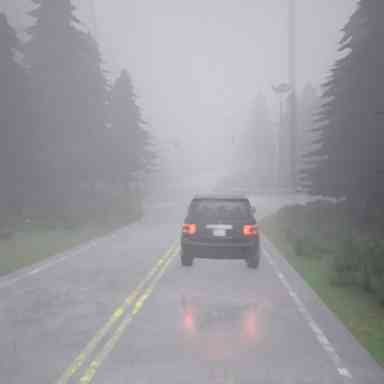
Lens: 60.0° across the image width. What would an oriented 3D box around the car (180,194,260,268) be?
[{"bbox_3d":[0.942,1.068,10.918,2.150,2.045,5.566,1,1,6],"label":"car"}]
